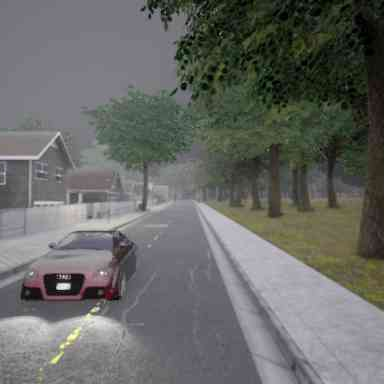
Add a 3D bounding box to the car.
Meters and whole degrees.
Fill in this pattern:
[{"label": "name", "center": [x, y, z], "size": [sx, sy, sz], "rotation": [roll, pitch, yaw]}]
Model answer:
[{"label": "car", "center": [-2.542, 1.672, 8.468], "size": [1.994, 1.385, 4.181], "rotation": [0, -1, -1]}]
